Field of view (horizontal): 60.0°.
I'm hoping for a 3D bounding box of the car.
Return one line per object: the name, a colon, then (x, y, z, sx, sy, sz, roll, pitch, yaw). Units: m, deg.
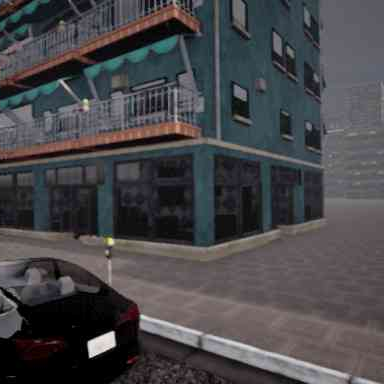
car: (-2.608, 1.590, 4.588, 4.313, 1.339, 1.947, 0, -1, 35)
